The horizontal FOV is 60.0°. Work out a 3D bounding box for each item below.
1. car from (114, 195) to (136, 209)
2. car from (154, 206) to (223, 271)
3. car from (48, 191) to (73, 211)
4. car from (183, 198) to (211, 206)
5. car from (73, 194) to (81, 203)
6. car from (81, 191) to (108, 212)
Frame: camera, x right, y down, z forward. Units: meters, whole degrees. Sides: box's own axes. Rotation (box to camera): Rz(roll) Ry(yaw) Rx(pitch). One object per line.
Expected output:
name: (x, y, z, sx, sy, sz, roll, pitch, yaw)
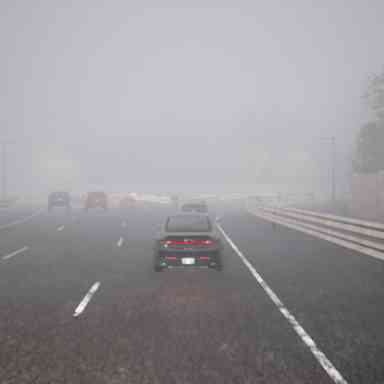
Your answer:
car: (-7.767, 1.121, 38.326, 1.882, 1.535, 5.008, 0, 1, -21)
car: (-0.108, 1.402, 10.509, 1.837, 1.490, 4.892, 0, 1, 0)
car: (-14.359, 0.900, 36.054, 2.150, 2.045, 5.566, 0, 1, -21)
car: (0.438, 1.222, 26.174, 1.882, 1.535, 5.008, 0, 0, 7)
car: (-17.883, 1.030, 51.330, 2.128, 1.511, 4.902, 0, 1, -29)
car: (-9.980, 0.910, 34.292, 2.150, 2.045, 5.566, 0, 1, -19)
